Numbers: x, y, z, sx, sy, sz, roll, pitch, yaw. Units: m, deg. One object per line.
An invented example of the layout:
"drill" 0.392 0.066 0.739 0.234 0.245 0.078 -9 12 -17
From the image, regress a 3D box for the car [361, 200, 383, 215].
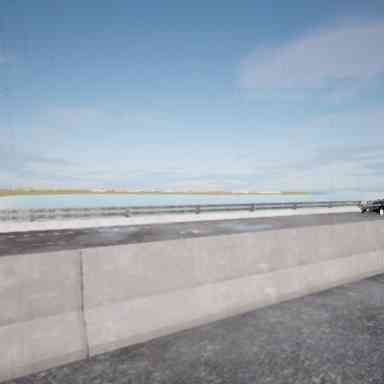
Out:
"car" 19.677 1.530 34.784 5.008 1.535 1.882 0 0 -35
